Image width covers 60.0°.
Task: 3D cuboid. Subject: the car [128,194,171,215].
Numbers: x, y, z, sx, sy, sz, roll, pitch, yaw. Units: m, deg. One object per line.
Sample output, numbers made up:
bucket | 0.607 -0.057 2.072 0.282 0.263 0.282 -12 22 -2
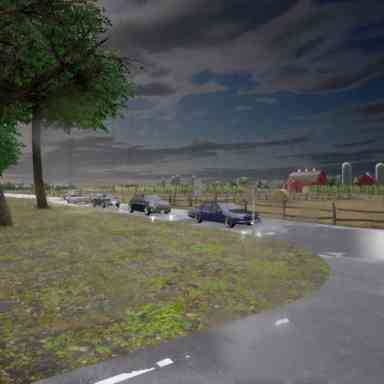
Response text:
car | -3.679 0.957 28.471 2.097 1.767 4.553 -1 2 -36

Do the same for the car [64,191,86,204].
car | -15.411 0.922 44.730 1.895 1.301 4.718 -1 1 -35

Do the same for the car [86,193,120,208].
car | -9.540 0.948 36.575 2.128 1.511 4.902 -1 1 -36

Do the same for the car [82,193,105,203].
car | -14.243 0.816 48.003 1.994 1.385 4.181 -1 1 -35

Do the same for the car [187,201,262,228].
car | 1.851 1.306 20.841 2.033 1.411 5.357 -1 2 -36

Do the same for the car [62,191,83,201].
car | -20.172 0.618 56.091 2.128 1.511 4.902 -1 1 -36
